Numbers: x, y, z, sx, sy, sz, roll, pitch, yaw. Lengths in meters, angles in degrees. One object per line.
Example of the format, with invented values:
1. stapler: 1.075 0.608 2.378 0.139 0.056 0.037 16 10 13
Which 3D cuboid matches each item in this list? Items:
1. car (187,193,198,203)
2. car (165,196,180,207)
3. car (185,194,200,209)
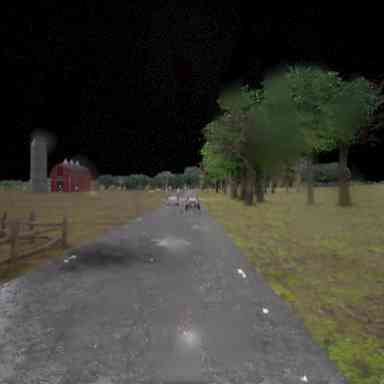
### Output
1. car: 0.117 1.137 62.336 2.097 1.767 4.553 0 0 0
2. car: -2.813 1.386 49.104 1.812 1.442 4.674 0 0 0
3. car: 0.113 1.415 43.979 1.812 1.442 4.674 0 0 0
